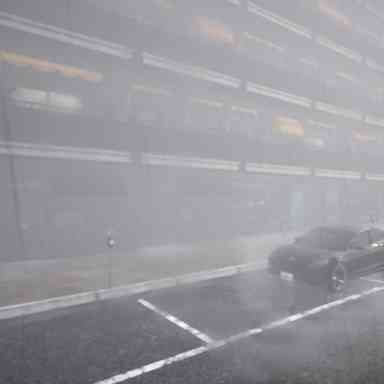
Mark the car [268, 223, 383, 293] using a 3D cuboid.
[{"bbox_3d":[3.954,1.561,8.905,4.313,1.339,1.947,0,1,-35],"label":"car"}]
